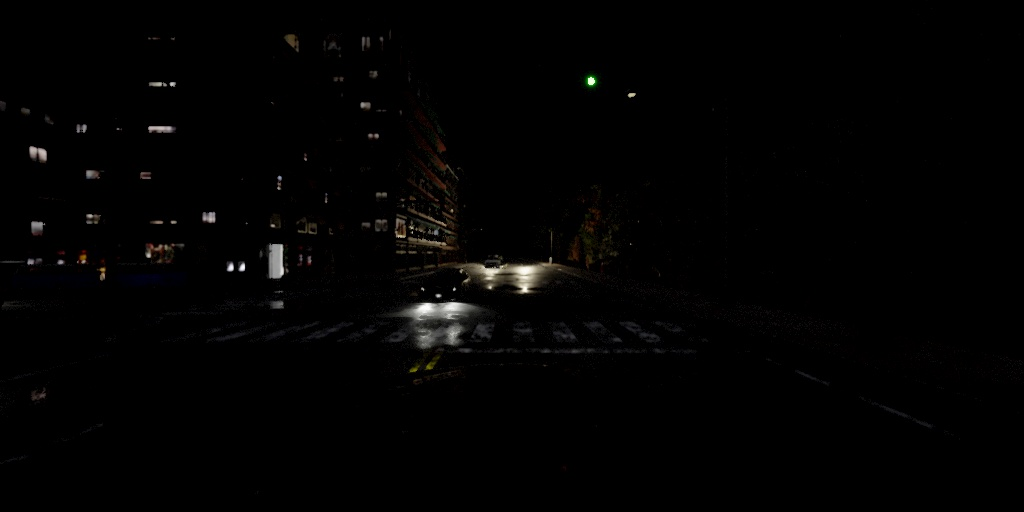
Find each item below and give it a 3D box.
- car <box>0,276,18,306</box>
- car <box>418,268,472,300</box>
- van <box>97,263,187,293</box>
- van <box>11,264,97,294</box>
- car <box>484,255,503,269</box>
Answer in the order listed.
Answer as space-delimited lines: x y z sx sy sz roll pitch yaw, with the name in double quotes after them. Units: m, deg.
-22.561 1.597 13.868 4.207 1.307 1.802 0 0 0 "car"
-3.158 1.314 18.053 2.033 1.411 5.357 0 0 0 "car"
-22.598 1.305 22.216 3.998 1.789 1.690 0 0 0 "van"
-28.200 1.379 22.172 3.998 1.789 1.690 0 0 0 "van"
-2.938 0.972 53.907 2.150 2.045 5.566 0 2 0 "car"
